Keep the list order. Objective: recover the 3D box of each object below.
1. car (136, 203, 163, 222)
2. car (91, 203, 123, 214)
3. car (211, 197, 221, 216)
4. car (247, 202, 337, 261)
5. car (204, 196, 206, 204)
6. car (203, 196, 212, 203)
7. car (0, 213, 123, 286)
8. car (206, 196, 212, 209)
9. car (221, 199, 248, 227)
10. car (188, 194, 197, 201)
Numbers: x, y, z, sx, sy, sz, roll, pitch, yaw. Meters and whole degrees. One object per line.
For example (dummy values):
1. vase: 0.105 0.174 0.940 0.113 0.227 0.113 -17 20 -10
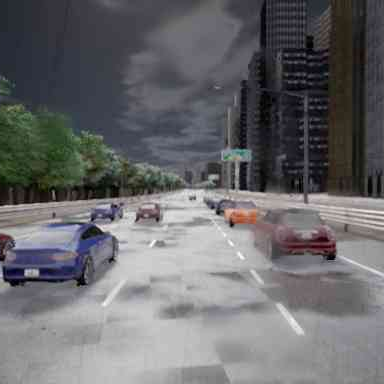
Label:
1. car: -3.436 1.613 27.218 1.812 1.442 4.674 0 0 0
2. car: -6.936 1.613 27.272 1.812 1.442 4.674 0 0 0
3. car: 3.448 1.538 34.479 2.033 1.649 4.856 0 0 0
4. car: 3.593 1.394 12.562 2.097 1.767 4.553 0 0 0
5. car: 3.464 1.645 56.422 1.837 1.490 4.892 0 0 0
6. car: 3.581 1.681 78.364 2.033 1.411 5.357 0 0 0
7. car: -3.405 1.558 9.366 1.812 1.442 4.674 0 0 0
8. car: 3.443 1.632 45.480 2.163 1.488 4.792 0 0 0
9. car: 3.474 1.428 23.456 2.097 1.767 4.553 0 0 0
10. car: 0.157 1.560 87.209 1.812 1.442 4.674 0 0 1
